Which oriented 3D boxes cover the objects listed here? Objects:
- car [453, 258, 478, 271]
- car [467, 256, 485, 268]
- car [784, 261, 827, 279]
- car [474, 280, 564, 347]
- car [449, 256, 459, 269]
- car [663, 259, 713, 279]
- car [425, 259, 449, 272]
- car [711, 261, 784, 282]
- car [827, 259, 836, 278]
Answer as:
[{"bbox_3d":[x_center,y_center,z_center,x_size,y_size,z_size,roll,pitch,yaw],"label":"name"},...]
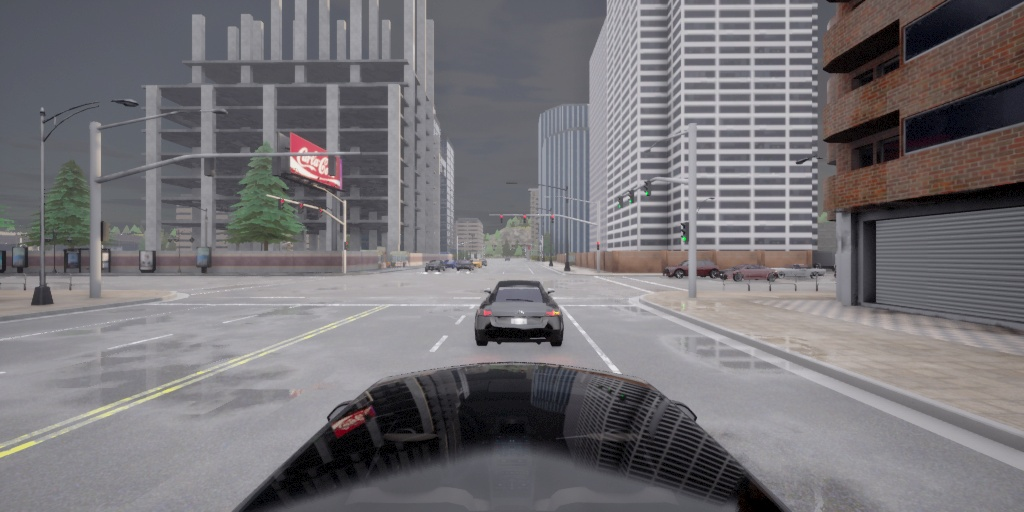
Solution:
[{"bbox_3d":[-6.290,1.297,49.090,2.033,1.411,5.357,0,0,1],"label":"car"},{"bbox_3d":[-6.091,1.228,59.399,1.882,1.535,5.008,0,0,1],"label":"car"},{"bbox_3d":[25.061,1.351,32.184,4.718,1.301,1.895,0,0,1],"label":"car"},{"bbox_3d":[0.188,1.314,9.392,1.994,1.385,4.181,0,0,1],"label":"car"},{"bbox_3d":[-9.665,1.228,55.701,1.882,1.535,5.008,0,0,1],"label":"car"},{"bbox_3d":[16.068,1.102,32.301,4.553,1.767,2.097,0,0,1],"label":"car"},{"bbox_3d":[-9.839,1.255,46.207,1.837,1.490,4.892,0,0,1],"label":"car"},{"bbox_3d":[18.793,1.314,28.767,4.181,1.385,1.994,0,0,1],"label":"car"},{"bbox_3d":[28.679,1.228,28.630,5.008,1.535,1.882,0,0,1],"label":"car"}]
